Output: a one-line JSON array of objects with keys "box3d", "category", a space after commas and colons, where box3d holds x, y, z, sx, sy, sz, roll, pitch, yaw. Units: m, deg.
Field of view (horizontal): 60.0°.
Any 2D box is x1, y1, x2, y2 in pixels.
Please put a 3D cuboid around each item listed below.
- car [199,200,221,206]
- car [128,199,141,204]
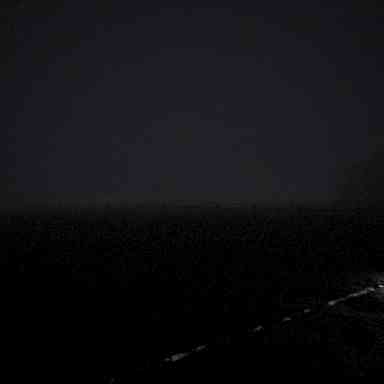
[{"box3d": [3.567, 2.270, 66.743, 1.895, 1.301, 4.718, 0, -1, -43], "category": "car"}, {"box3d": [-16.009, 2.549, 91.823, 1.994, 1.385, 4.181, 0, -1, -43], "category": "car"}]
